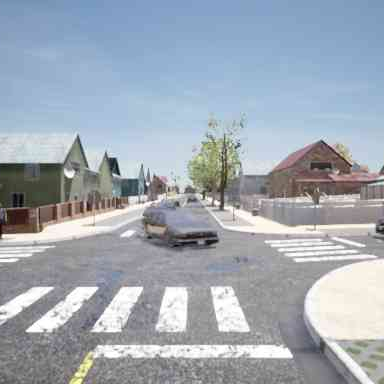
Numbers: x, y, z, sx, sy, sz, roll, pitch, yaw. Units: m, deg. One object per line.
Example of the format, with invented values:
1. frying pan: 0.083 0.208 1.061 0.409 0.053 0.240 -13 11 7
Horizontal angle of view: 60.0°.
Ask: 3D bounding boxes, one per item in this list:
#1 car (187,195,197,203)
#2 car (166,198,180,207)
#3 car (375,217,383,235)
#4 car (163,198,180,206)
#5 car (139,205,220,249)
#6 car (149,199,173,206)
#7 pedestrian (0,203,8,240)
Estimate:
1. car: 0.077 1.328 68.884 2.097 1.767 4.553 0 0 0
2. car: -2.835 1.589 51.608 1.895 1.301 4.718 0 0 0
3. car: 10.349 1.216 14.005 4.892 1.490 1.837 -2 -1 0
4. car: -2.857 1.485 39.248 2.128 1.511 4.902 0 0 0
5. car: -0.832 1.548 15.066 2.033 1.411 5.357 0 0 -26
6. car: -2.860 1.560 27.273 1.994 1.385 4.181 0 0 -1
7. pedestrian: -9.696 1.458 16.793 0.375 1.860 0.375 0 0 0
